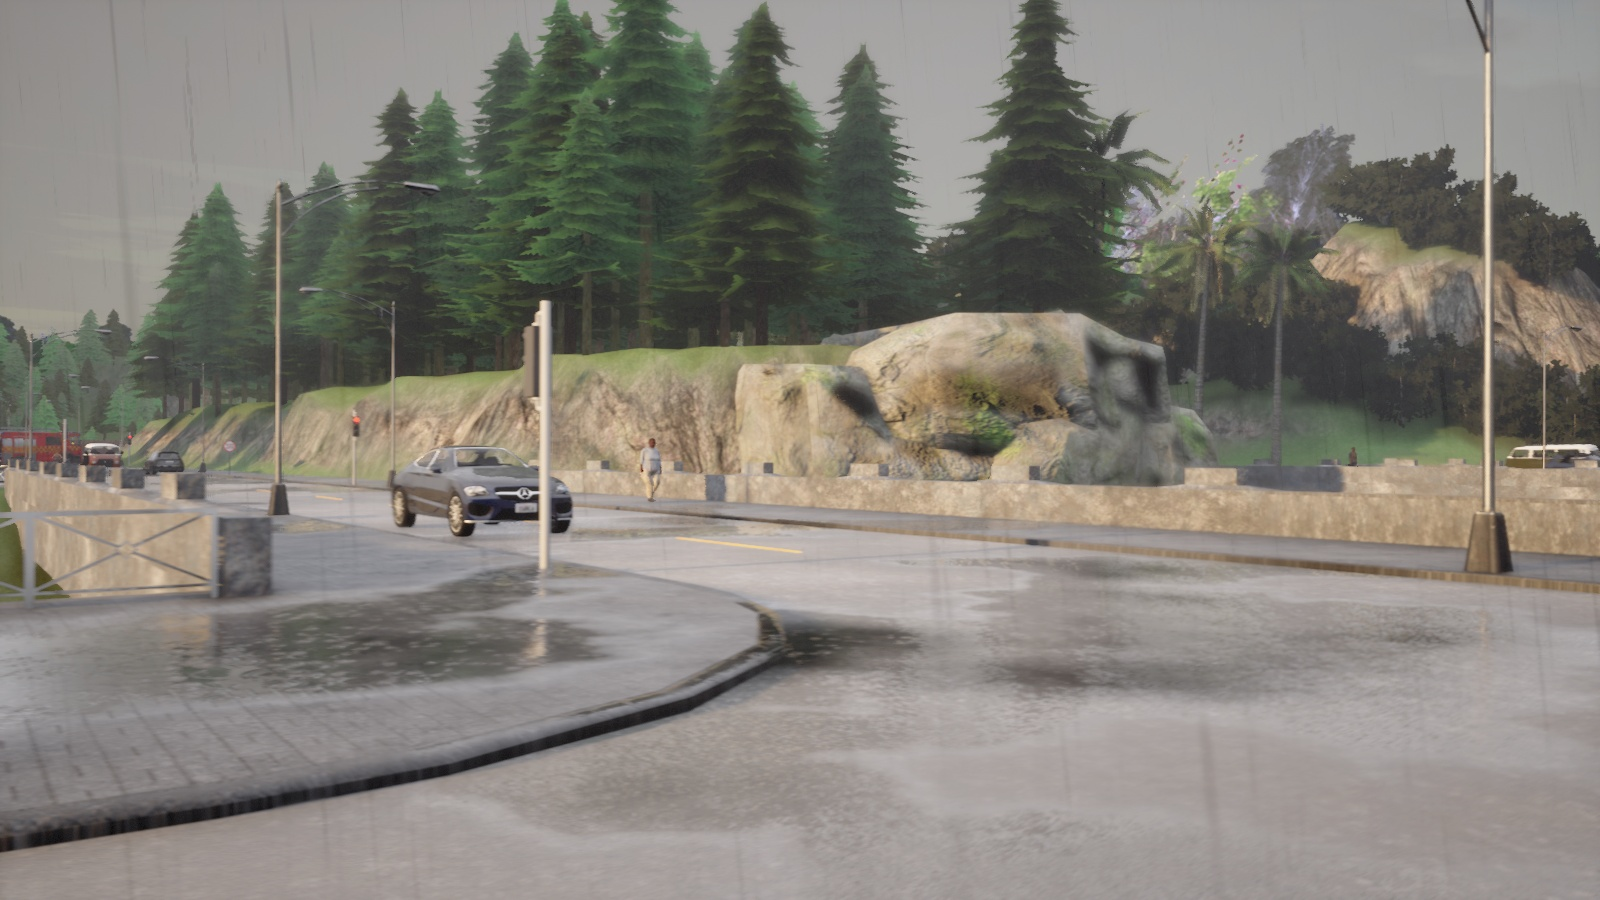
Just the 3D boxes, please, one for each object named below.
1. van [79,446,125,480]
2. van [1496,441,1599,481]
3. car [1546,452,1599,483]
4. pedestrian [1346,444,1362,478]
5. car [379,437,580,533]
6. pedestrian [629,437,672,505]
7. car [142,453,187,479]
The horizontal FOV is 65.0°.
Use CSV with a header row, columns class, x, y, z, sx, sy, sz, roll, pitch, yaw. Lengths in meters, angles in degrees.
class,x,y,z,sx,sy,sz,roll,pitch,yaw
van,-43.322,0.797,77.845,2.069,2.038,4.480,0,0,-35
van,39.487,0.563,66.197,2.069,2.038,4.480,0,0,-35
car,38.421,0.841,60.710,1.845,1.501,3.633,0,0,-35
pedestrian,29.400,0.576,66.664,0.328,1.805,0.869,0,0,-11
car,-6.323,0.609,24.302,2.152,1.651,5.027,0,0,-35
pedestrian,-4.147,0.565,34.810,0.874,1.855,0.900,0,0,-34
car,-42.089,1.015,83.097,2.033,1.649,4.856,0,0,-35
